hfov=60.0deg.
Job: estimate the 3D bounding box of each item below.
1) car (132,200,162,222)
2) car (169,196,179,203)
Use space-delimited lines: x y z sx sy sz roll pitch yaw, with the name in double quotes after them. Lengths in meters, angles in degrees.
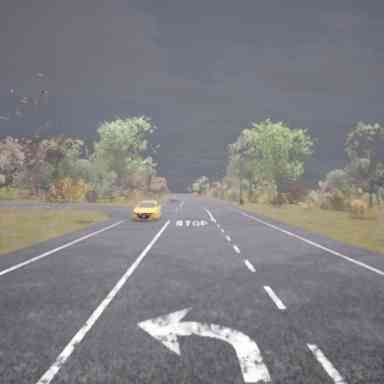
-3.475 1.426 26.469 1.882 1.535 5.008 1 2 0 "car"
-3.601 1.494 67.223 1.812 1.442 4.674 0 0 0 "car"
